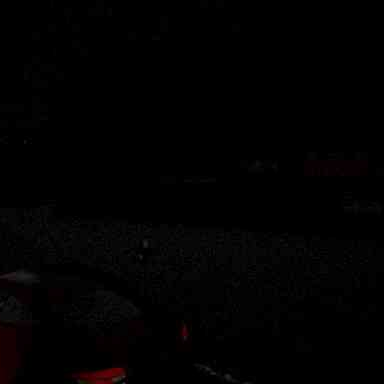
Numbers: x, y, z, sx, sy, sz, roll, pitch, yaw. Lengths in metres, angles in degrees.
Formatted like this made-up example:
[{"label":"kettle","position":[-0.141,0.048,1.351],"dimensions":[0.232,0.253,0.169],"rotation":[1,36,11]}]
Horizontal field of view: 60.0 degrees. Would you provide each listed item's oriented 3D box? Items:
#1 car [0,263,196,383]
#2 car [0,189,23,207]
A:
[{"label":"car","position":[-1.905,1.583,4.167],"dimensions":[4.206,1.307,1.802],"rotation":[0,1,36]},{"label":"car","position":[-22.350,0.757,37.978],"dimensions":[2.150,2.045,5.566],"rotation":[1,2,36]}]
